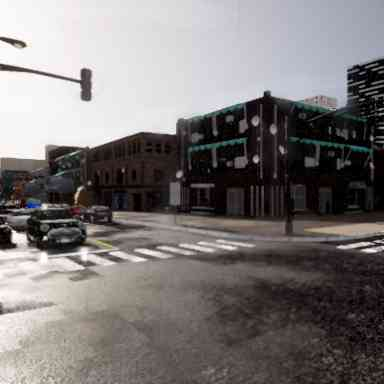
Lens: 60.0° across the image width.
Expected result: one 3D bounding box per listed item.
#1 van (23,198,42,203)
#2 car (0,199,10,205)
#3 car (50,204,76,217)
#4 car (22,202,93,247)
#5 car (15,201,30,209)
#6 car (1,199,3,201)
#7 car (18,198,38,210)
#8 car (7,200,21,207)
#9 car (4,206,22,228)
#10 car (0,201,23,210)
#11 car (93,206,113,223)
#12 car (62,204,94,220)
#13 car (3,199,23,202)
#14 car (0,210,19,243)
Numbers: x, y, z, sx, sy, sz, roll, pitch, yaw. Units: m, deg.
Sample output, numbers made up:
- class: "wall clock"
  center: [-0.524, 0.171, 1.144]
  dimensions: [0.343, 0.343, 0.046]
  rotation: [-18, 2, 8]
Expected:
- class: "van"
  center: [-24.223, 1.963, 51.039]
  dimensions: [1.690, 1.788, 3.998]
  rotation: [-1, 0, -35]
- class: "car"
  center: [-46.688, 2.464, 82.605]
  dimensions: [1.967, 1.590, 4.097]
  rotation: [-1, 0, -35]
- class: "car"
  center: [-14.589, 2.022, 37.510]
  dimensions: [1.802, 1.307, 4.206]
  rotation: [-1, 0, -35]
- class: "car"
  center: [-6.781, 1.572, 16.453]
  dimensions: [2.097, 1.767, 4.553]
  rotation: [0, 0, -34]
- class: "car"
  center: [-30.638, 2.283, 60.057]
  dimensions: [1.887, 1.381, 4.507]
  rotation: [-1, 0, -35]
- class: "car"
  center: [-32.645, 2.350, 58.424]
  dimensions: [1.895, 1.301, 4.718]
  rotation: [0, 0, -35]
- class: "car"
  center: [-27.433, 1.995, 55.548]
  dimensions: [2.192, 1.841, 5.009]
  rotation: [-1, 0, -35]
- class: "car"
  center: [-37.057, 2.420, 69.077]
  dimensions: [1.947, 1.339, 4.313]
  rotation: [-1, 0, -35]
- class: "car"
  center: [-11.890, 1.923, 23.747]
  dimensions: [1.895, 1.301, 4.718]
  rotation: [0, 0, -35]
- class: "car"
  center: [-17.812, 1.943, 32.078]
  dimensions: [1.837, 1.490, 4.892]
  rotation: [0, 0, -35]
- class: "car"
  center: [-8.171, 1.865, 28.491]
  dimensions: [2.008, 1.369, 4.403]
  rotation: [-1, 0, -35]
- class: "car"
  center: [-11.380, 1.960, 33.001]
  dimensions: [1.802, 1.307, 4.206]
  rotation: [-1, 0, -35]
- class: "car"
  center: [-26.652, 2.131, 50.000]
  dimensions: [2.128, 1.511, 4.902]
  rotation: [0, 0, -35]
- class: "car"
  center: [-10.259, 1.824, 16.764]
  dimensions: [1.947, 1.339, 4.313]
  rotation: [-1, 0, -35]
